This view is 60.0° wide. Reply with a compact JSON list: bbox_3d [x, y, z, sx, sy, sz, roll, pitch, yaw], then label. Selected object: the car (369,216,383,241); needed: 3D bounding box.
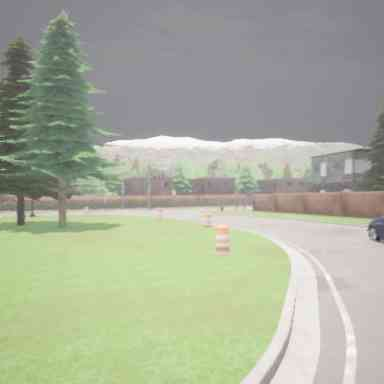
[{"bbox_3d":[9.742,1.477,14.722,2.097,1.767,4.553,-1,-1,3],"label":"car"}]
